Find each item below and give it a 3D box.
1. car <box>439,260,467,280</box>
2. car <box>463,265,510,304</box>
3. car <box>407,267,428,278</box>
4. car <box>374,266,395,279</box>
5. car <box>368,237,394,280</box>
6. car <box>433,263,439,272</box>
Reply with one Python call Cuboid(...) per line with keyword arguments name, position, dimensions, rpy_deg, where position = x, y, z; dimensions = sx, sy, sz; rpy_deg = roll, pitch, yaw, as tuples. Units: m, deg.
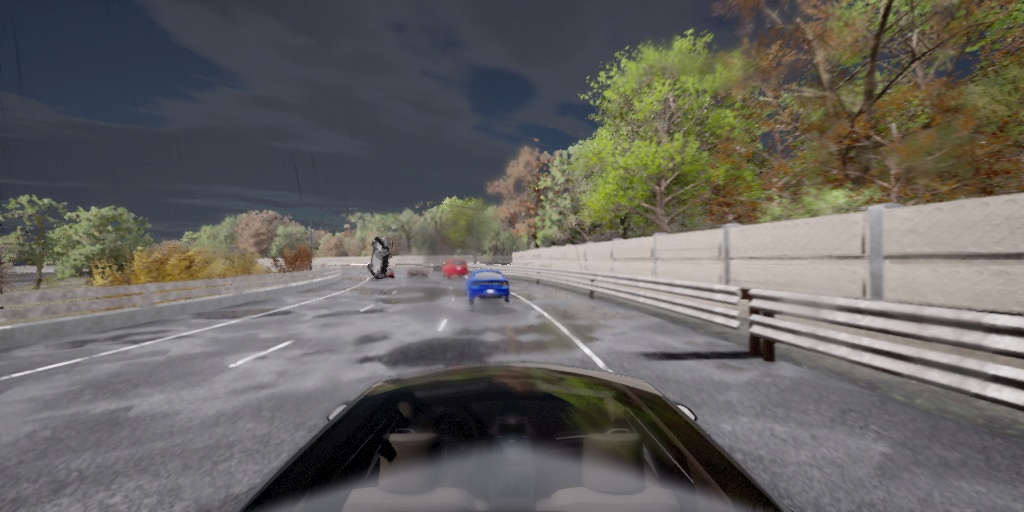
Cuboid(name="car", position=(-6.100, 1.406, 38.417), dimensions=(2.150, 2.045, 5.566), rpy_deg=(0, -1, -18))
Cuboid(name="car", position=(-1.286, 1.408, 17.921), dimensions=(1.882, 1.535, 5.008), rpy_deg=(0, 0, -9))
Cuboid(name="car", position=(-10.862, 1.854, 41.089), dimensions=(1.895, 1.301, 4.718), rpy_deg=(0, -1, -22))
Cuboid(name="car", position=(-14.772, 1.855, 41.515), dimensions=(1.994, 1.385, 4.181), rpy_deg=(0, 0, -23))
Cuboid(name="car", position=(-13.224, 0.238, 36.364), dimensions=(2.128, 4.902, 1.511), rpy_deg=(39, 33, 27))
Cuboid(name="car", position=(-12.111, 1.942, 60.273), dimensions=(1.882, 1.535, 5.008), rpy_deg=(-1, -1, -8))
